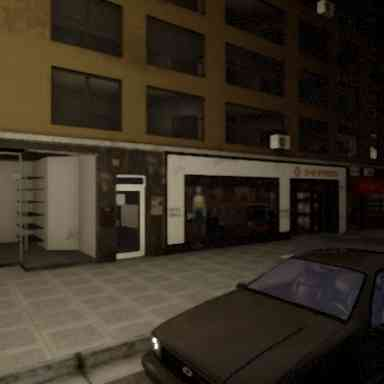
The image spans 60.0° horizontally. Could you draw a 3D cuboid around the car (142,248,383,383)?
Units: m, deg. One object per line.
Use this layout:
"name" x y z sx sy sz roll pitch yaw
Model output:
"car" 2.073 1.550 4.512 5.357 1.411 2.033 0 0 -35
